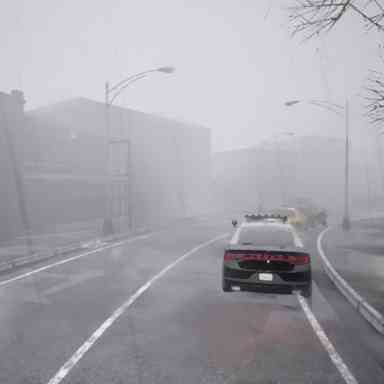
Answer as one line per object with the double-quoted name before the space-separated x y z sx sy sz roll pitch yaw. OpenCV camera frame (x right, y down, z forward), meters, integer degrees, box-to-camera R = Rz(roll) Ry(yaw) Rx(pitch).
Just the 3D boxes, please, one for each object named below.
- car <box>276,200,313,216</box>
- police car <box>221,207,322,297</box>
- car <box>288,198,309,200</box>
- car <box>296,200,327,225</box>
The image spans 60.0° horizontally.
"car" 5.078 1.469 17.783 1.801 1.575 5.366 1 0 26
"police car" 1.973 1.427 8.902 1.930 1.638 5.238 0 0 12
"car" 9.893 1.355 31.849 4.553 1.767 2.097 0 1 -43
"car" 7.775 1.535 22.480 1.837 1.490 4.892 1 0 34
